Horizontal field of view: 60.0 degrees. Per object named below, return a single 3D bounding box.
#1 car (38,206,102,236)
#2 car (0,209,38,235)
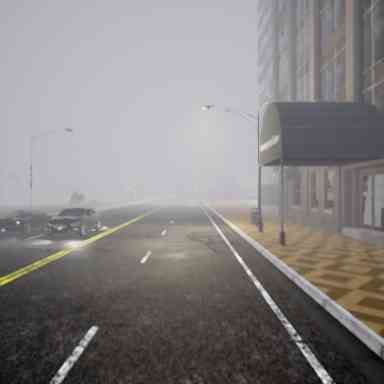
[{"bbox_3d":[-6.536,1.589,18.889,1.837,1.490,4.892,0,-1,1],"label":"car"},{"bbox_3d":[-9.781,1.687,19.515,1.895,1.301,4.718,0,0,1],"label":"car"}]
